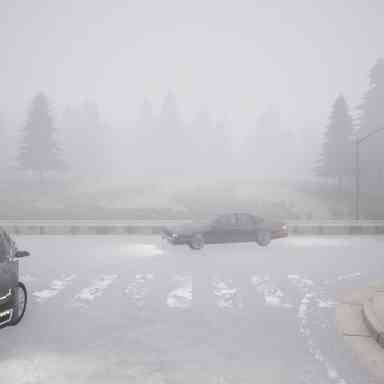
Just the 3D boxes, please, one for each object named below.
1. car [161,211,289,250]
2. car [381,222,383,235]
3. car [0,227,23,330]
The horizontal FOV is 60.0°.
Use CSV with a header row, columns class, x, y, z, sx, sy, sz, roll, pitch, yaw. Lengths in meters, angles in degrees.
class,x,y,z,sx,sy,sz,roll,pitch,yaw
car,1.460,1.547,14.211,5.357,1.411,2.033,0,0,-20
car,11.239,1.492,15.089,4.902,1.511,2.128,0,0,0
car,-4.457,1.505,6.571,1.837,1.490,4.892,0,0,-28
